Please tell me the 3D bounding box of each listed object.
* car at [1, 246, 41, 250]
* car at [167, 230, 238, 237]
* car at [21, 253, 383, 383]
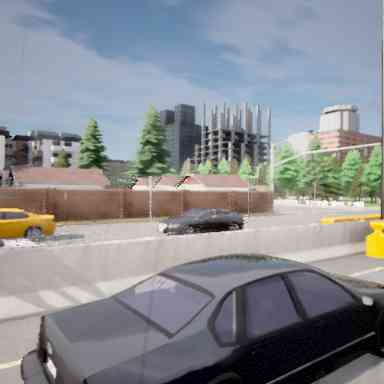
[{"bbox_3d":[-6.329,1.596,8.077,4.718,1.301,1.895,0,0,-35],"label":"car"},{"bbox_3d":[0.521,1.564,17.254,4.902,1.511,2.128,1,0,-35],"label":"car"},{"bbox_3d":[0.827,1.569,4.337,5.357,1.411,2.033,0,0,-36],"label":"car"}]
